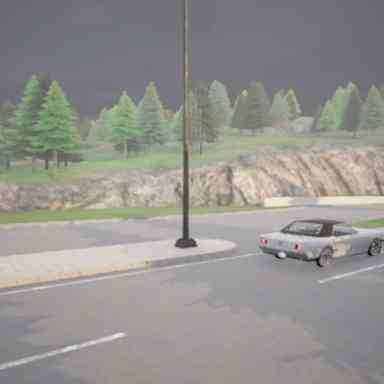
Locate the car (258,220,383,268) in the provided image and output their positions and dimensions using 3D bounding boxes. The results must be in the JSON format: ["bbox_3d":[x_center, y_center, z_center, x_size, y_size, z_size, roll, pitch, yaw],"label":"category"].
[{"bbox_3d":[4.526,1.588,11.247,4.718,1.301,1.895,0,0,-35],"label":"car"}]
